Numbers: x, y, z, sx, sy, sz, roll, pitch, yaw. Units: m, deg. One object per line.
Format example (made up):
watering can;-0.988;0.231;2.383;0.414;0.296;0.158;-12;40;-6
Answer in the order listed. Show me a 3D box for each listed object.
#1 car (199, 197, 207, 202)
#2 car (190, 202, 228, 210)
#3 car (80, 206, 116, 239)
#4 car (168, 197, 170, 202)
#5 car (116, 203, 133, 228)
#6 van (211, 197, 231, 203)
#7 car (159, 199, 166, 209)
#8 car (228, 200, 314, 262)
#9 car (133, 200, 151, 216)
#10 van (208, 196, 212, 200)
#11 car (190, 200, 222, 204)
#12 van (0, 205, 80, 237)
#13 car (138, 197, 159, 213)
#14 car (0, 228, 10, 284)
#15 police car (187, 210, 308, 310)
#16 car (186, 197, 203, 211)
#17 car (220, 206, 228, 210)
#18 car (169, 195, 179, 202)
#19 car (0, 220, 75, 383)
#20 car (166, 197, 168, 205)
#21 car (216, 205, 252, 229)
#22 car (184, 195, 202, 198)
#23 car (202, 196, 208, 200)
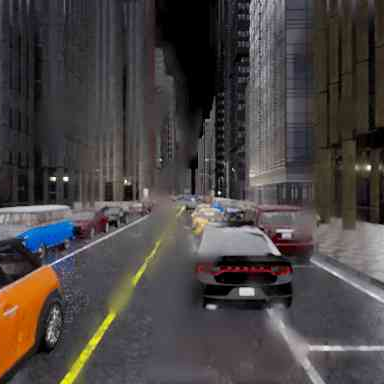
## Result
car;3.012;2.064;89.603;2.008;1.369;4.403;0;0;0
car;0.935;1.555;18.200;1.801;1.575;5.366;0;0;0
car;-5.715;1.642;17.807;1.887;1.381;4.507;0;0;0
car;-5.588;1.933;62.753;1.802;1.307;4.206;0;0;0
car;-5.699;1.694;23.426;1.947;1.339;4.313;0;0;0
van;2.842;1.500;29.039;1.690;1.788;3.998;0;0;0
car;-5.620;1.831;51.517;1.887;1.381;4.507;0;0;0
car;2.795;1.381;12.182;2.192;1.841;5.009;0;0;0
car;-5.667;1.772;34.662;1.802;1.307;4.206;0;0;0
van;2.858;1.531;34.657;1.690;1.788;3.998;0;0;0
car;0.919;1.588;24.200;1.801;1.575;5.366;0;0;0
van;-5.730;1.407;12.190;1.690;1.788;3.998;0;0;0
car;-5.652;1.537;40.282;2.192;1.841;5.009;0;0;0
car;-5.746;1.602;6.571;1.947;1.339;4.313;0;0;0
police car;0.921;1.470;8.120;1.930;1.638;5.238;0;0;0
car;0.161;1.814;45.330;1.994;1.385;4.181;0;0;0
car;2.811;1.663;17.800;1.947;1.339;4.313;0;0;0
car;-5.513;1.828;89.608;2.192;1.841;5.009;0;0;0
car;-2.993;1.370;3.137;2.097;1.767;4.553;0;0;0
car;-5.604;1.900;57.135;1.802;1.307;4.206;0;0;0
car;2.826;1.678;23.419;2.008;1.369;4.403;0;0;0
car;0.169;1.560;60.659;2.150;2.045;5.566;0;0;0
car;2.937;1.666;62.751;2.192;1.841;5.009;0;0;0
